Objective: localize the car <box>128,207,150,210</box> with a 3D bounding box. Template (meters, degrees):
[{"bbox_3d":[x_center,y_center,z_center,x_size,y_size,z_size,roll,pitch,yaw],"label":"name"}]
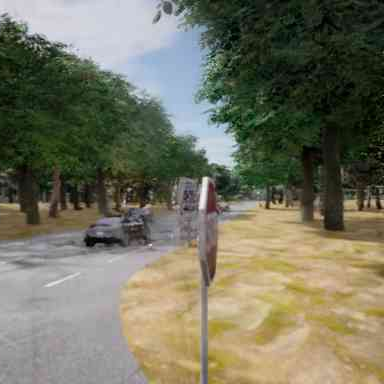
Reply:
[{"bbox_3d":[-4.607,2.044,27.840,2.128,1.511,4.902,-1,-2,12],"label":"car"}]

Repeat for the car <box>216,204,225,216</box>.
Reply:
[{"bbox_3d":[2.930,2.406,45.202,1.837,1.490,4.892,-1,-2,13],"label":"car"}]

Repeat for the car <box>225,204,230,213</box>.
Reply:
[{"bbox_3d":[5.121,2.692,55.394,2.033,1.411,5.357,-1,-2,12],"label":"car"}]

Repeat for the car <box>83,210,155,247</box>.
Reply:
[{"bbox_3d":[-3.488,1.784,16.132,1.994,1.385,4.181,-1,-2,12],"label":"car"}]
